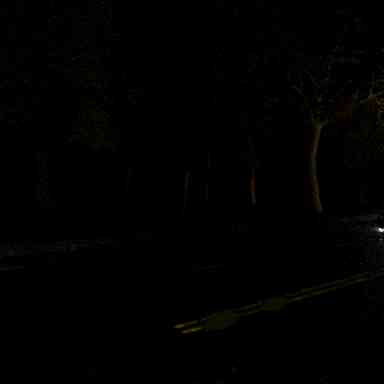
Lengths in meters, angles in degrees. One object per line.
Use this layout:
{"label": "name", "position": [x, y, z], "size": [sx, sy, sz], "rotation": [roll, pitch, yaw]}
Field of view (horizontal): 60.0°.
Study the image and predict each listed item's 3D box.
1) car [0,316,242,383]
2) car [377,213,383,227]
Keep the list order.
{"label": "car", "position": [-2.119, 1.548, 1.942], "size": [5.357, 1.411, 2.033], "rotation": [0, 0, -35]}
{"label": "car", "position": [13.760, 1.555, 21.443], "size": [4.181, 1.385, 1.994], "rotation": [0, 0, -35]}
